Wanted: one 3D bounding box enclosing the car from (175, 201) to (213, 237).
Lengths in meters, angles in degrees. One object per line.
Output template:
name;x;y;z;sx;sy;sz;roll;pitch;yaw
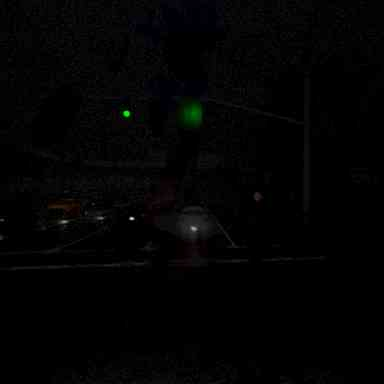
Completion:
car;0.101;1.461;17.574;1.812;1.442;4.674;0;1;0

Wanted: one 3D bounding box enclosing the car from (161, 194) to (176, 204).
car;-3.500;0.976;50.737;1.812;1.442;4.674;0;1;0

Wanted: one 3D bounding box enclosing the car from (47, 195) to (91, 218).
car;-10.543;1.292;28.228;1.882;1.535;5.008;0;1;1

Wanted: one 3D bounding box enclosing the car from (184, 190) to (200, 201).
car;0.000;0.691;49.903;2.150;2.045;5.566;0;1;0

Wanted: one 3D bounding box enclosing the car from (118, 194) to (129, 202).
car;-10.500;1.031;48.677;2.033;1.411;5.357;0;1;0

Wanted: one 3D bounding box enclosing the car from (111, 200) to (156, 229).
car;-3.399;1.460;20.801;1.994;1.385;4.181;0;1;0

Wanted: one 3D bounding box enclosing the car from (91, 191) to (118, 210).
car;-10.500;0.894;38.264;2.150;2.045;5.566;0;1;0

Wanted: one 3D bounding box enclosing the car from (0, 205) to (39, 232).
car;-10.587;1.473;19.157;1.994;1.385;4.181;0;1;0
